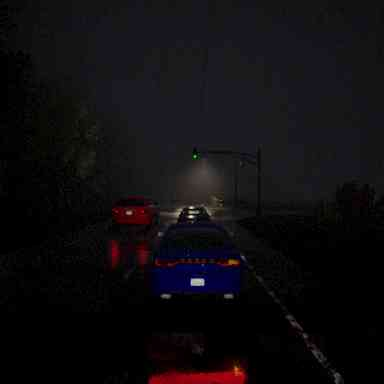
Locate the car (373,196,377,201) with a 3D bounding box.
[{"bbox_3d":[19.910,1.496,40.701,5.566,2.045,2.150,1,-1,0],"label":"car"}]

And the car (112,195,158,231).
[{"bbox_3d":[-3.395,1.225,20.618,2.150,2.045,5.566,0,0,0],"label":"car"}]

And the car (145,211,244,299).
[{"bbox_3d":[0.101,1.480,8.499,1.882,1.535,5.008,0,0,0],"label":"car"}]

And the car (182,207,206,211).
[{"bbox_3d":[0.109,1.552,18.728,2.033,1.411,5.357,0,0,0],"label":"car"}]

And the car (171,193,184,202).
[{"bbox_3d":[-3.459,1.356,72.840,2.097,1.767,4.553,0,0,0],"label":"car"}]

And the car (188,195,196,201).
[{"bbox_3d":[0.016,1.499,84.842,1.837,1.490,4.892,0,0,0],"label":"car"}]
